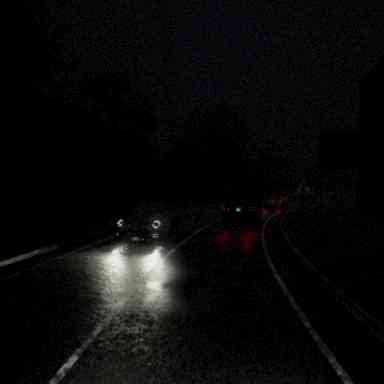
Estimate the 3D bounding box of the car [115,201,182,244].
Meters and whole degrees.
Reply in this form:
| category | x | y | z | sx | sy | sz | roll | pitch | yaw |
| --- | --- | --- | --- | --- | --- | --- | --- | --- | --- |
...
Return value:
| category | x | y | z | sx | sy | sz | roll | pitch | yaw |
| --- | --- | --- | --- | --- | --- | --- | --- | --- | --- |
| car | -1.885 | 1.294 | 15.668 | 2.097 | 1.767 | 4.553 | 1 | 1 | 11 |

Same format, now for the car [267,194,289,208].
| category | x | y | z | sx | sy | sz | roll | pitch | yaw |
| --- | --- | --- | --- | --- | --- | --- | --- | --- | --- |
| car | 10.666 | 1.072 | 41.064 | 1.801 | 1.575 | 5.366 | 2 | 2 | 27 |

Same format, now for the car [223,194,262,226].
| category | x | y | z | sx | sy | sz | roll | pitch | yaw |
| --- | --- | --- | --- | --- | --- | --- | --- | --- | --- |
| car | 3.539 | 1.144 | 23.021 | 2.150 | 2.045 | 5.566 | 1 | 1 | 15 |
